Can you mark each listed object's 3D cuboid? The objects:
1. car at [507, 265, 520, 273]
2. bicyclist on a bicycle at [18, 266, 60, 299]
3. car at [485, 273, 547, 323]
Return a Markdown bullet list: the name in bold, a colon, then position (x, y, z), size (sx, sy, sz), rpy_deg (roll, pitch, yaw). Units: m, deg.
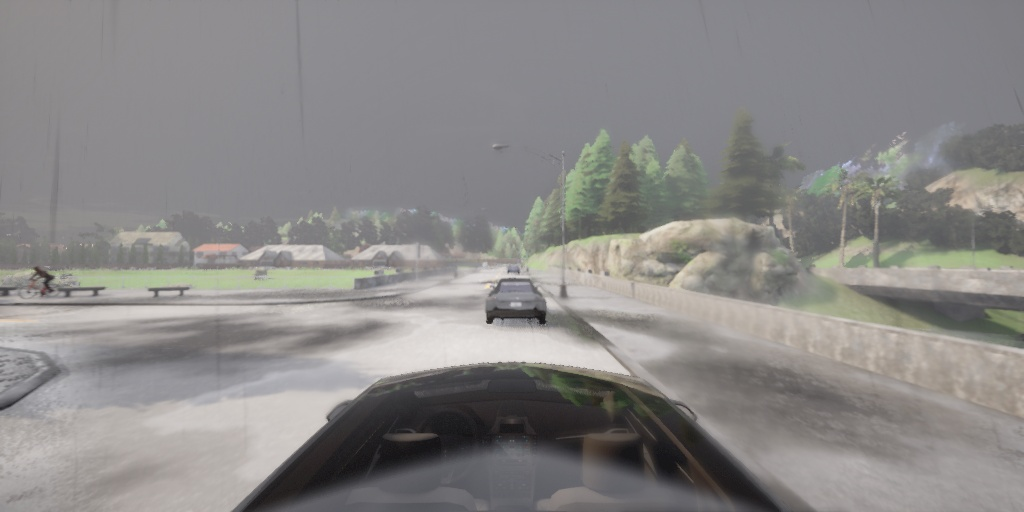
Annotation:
- **car**: position (0.237, 2.040, 55.659), size (1.994, 1.385, 4.181), rpy_deg (0, -1, 0)
- **bicyclist on a bicycle**: position (-24.069, 1.349, 18.310), size (0.582, 1.620, 1.656), rpy_deg (0, 0, 0)
- **car**: position (0.131, 1.464, 12.849), size (1.994, 1.385, 4.181), rpy_deg (0, -1, 0)
